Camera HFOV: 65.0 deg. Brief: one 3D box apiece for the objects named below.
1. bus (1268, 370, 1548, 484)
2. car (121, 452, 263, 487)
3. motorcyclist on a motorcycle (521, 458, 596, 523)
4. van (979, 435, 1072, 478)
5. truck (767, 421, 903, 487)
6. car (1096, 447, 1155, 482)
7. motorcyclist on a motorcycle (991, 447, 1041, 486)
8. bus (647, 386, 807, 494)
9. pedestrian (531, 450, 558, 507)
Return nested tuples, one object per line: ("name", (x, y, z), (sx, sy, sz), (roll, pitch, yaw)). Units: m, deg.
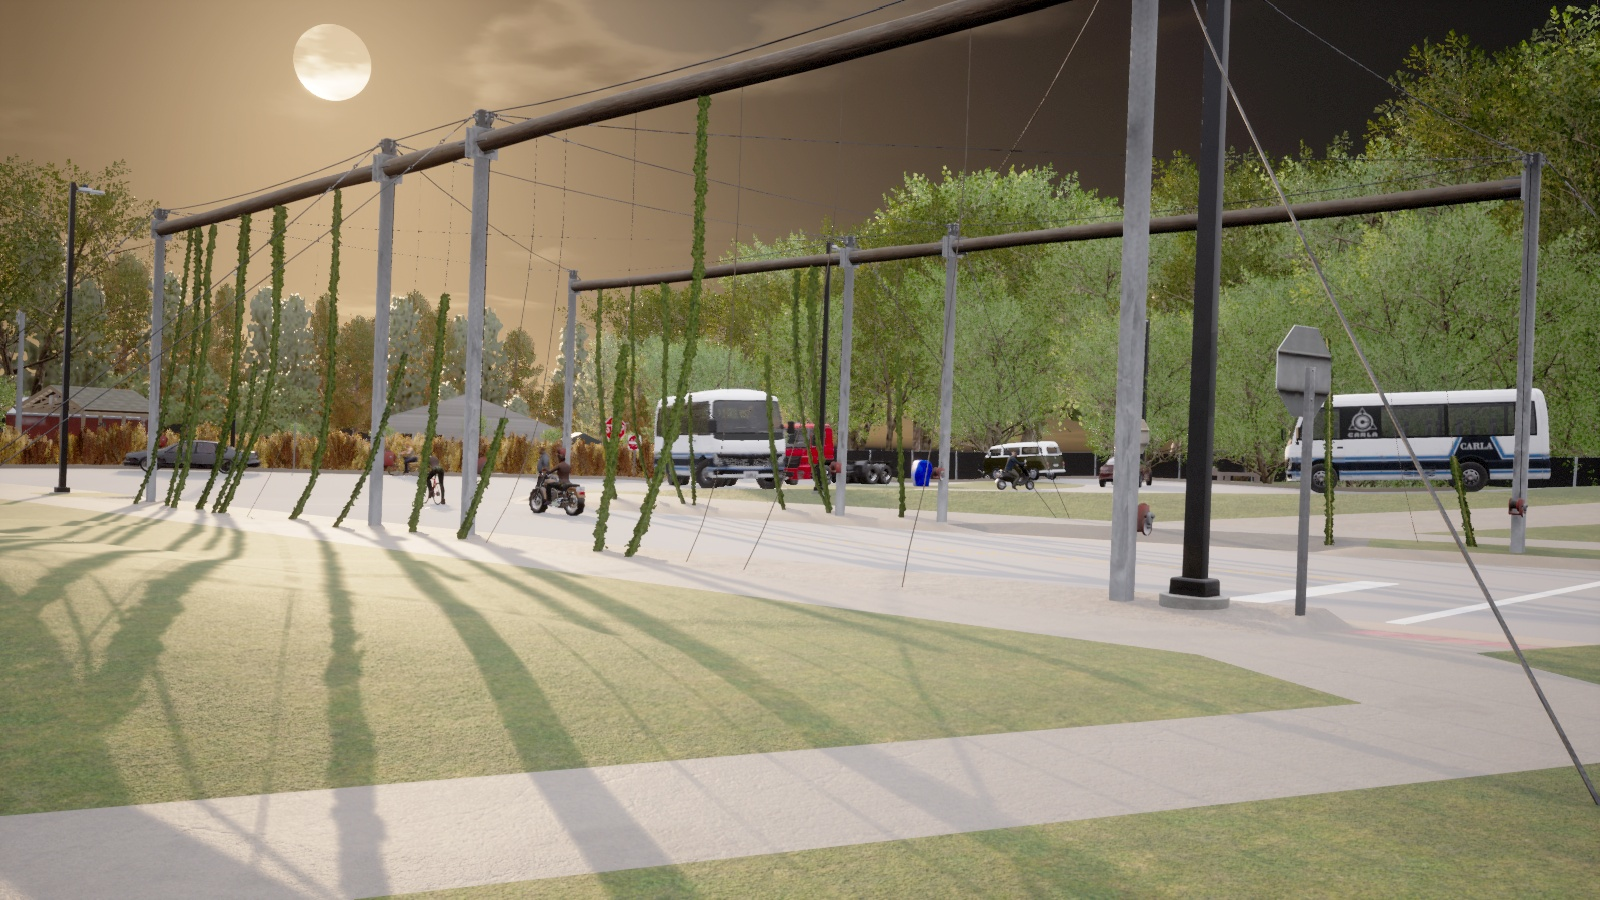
("bus", (25.671, -0.867, 53.713), (10.273, 4.253, 3.944), (-2, -1, 23))
("car", (-26.279, 0.840, 54.531), (5.357, 1.411, 2.033), (1, 1, -20))
("motorcyclist on a motorcycle", (-6.377, 1.053, 33.081), (2.350, 1.649, 0.766), (-1, -1, 45))
("van", (12.117, 0.355, 67.704), (2.069, 2.038, 4.480), (-3, -1, -42))
("truck", (2.039, 0.170, 69.494), (2.891, 3.462, 7.936), (-1, 0, 43))
("car", (14.996, 0.636, 57.648), (1.812, 1.442, 4.674), (-1, 0, 24))
("motorcyclist on a motorcycle", (8.827, 0.664, 51.334), (1.817, 1.590, 0.866), (0, 0, -19))
("bus", (-3.451, -0.392, 55.048), (3.944, 4.253, 10.273), (-1, 0, -21))
("pedestrian", (-8.342, 0.931, 40.999), (0.694, 1.848, 0.540), (1, 0, -33))
